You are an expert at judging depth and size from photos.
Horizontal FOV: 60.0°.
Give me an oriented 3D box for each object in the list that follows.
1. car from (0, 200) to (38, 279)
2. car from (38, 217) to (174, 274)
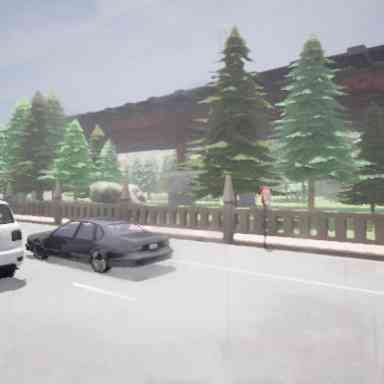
[{"bbox_3d":[-6.644,1.185,8.723,5.566,2.045,2.150,0,0,35],"label":"car"},{"bbox_3d":[-3.087,1.513,10.484,5.357,1.411,2.033,0,0,36],"label":"car"}]
